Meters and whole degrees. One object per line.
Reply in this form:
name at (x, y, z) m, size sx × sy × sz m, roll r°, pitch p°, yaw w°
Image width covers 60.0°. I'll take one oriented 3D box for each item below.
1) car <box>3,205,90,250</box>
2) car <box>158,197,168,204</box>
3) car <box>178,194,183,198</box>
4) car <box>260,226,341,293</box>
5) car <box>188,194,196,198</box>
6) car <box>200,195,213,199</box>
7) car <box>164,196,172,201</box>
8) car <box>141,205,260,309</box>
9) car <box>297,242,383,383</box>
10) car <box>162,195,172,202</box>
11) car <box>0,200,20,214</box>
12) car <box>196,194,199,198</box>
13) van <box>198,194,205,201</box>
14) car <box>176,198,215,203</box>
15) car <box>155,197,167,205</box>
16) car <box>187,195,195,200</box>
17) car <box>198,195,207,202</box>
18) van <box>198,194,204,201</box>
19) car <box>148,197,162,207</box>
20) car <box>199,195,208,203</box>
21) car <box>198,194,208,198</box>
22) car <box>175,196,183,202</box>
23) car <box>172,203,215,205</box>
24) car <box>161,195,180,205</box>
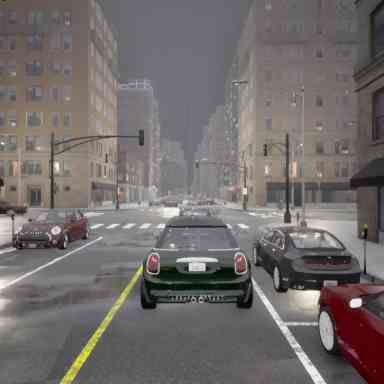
car at (-5.813, 1.445, 14.156) m, size 1.967 × 1.590 × 4.097 m, roll 0°, pitch 0°, yaw 0°
car at (-5.960, 1.665, 69.041) m, size 1.802 × 1.307 × 4.206 m, roll 0°, pitch 0°, yaw 0°
car at (-3.118, 1.428, 66.525) m, size 2.097 × 1.767 × 4.553 m, roll 0°, pitch 0°, yaw 0°
car at (2.698, 1.553, 8.645) m, size 2.008 × 1.369 × 4.403 m, roll 0°, pitch 0°, yaw 0°
car at (-0.181, 1.707, 80.076) m, size 1.895 × 1.301 × 4.718 m, roll 0°, pitch 0°, yaw 0°
car at (2.679, 1.590, 52.572) m, size 1.887 × 1.381 × 4.507 m, roll 0°, pitch 0°, yaw 0°
car at (-6.073, 1.722, 85.565) m, size 1.802 × 1.307 × 4.206 m, roll 0°, pitch 0°, yaw 0°
car at (0.069, 1.355, 8.043) m, size 2.097 × 1.767 × 4.553 m, roll 0°, pitch 0°, yaw -1°
car at (2.684, 1.545, 3.154) m, size 1.887 × 1.381 × 4.507 m, roll 0°, pitch 0°, yaw 0°
car at (-6.034, 1.559, 80.058) m, size 1.967 × 1.590 × 4.097 m, roll 0°, pitch 0°, yaw 0°
car at (-17.594, 1.403, 30.197) m, size 5.008 × 1.535 × 1.882 m, roll 0°, pitch 0°, yaw -2°
car at (2.566, 1.399, 69.094) m, size 2.192 × 1.841 × 5.009 m, roll 0°, pitch 0°, yaw 0°
van at (2.454, 1.481, 85.615) m, size 1.690 × 1.788 × 3.998 m, roll 0°, pitch 0°, yaw 0°
car at (0.870, 1.611, 33.809) m, size 1.895 × 1.301 × 4.718 m, roll 0°, pitch 0°, yaw -40°
car at (-5.922, 1.613, 63.533) m, size 1.887 × 1.381 × 4.507 m, roll 0°, pitch 0°, yaw 0°
car at (-0.249, 1.543, 90.051) m, size 1.994 × 1.385 × 4.181 m, roll 0°, pitch 0°, yaw 0°
car at (2.491, 1.560, 80.107) m, size 1.967 × 1.590 × 4.097 m, roll 0°, pitch 0°, yaw 0°
van at (2.415, 1.504, 91.122) m, size 1.690 × 1.788 × 3.998 m, roll 0°, pitch 0°, yaw 0°
car at (-5.847, 1.596, 52.517) m, size 2.008 × 1.369 × 4.403 m, roll 0°, pitch 0°, yaw 0°
car at (2.528, 1.541, 74.601) m, size 1.967 × 1.590 × 4.097 m, roll 0°, pitch 0°, yaw 0°
car at (2.602, 1.595, 63.756) m, size 1.752 × 1.417 × 4.829 m, roll 0°, pitch 0°, yaw 0°
car at (-3.191, 1.711, 81.507) m, size 1.895 × 1.301 × 4.718 m, roll 0°, pitch 0°, yaw 0°
car at (0.139, 1.497, 15.345) m, size 2.128 × 1.511 × 4.902 m, roll 0°, pitch 0°, yaw 0°
car at (-3.065, 1.544, 48.840) m, size 1.837 × 1.490 × 4.892 m, roll 0°, pitch 0°, yaw 0°
